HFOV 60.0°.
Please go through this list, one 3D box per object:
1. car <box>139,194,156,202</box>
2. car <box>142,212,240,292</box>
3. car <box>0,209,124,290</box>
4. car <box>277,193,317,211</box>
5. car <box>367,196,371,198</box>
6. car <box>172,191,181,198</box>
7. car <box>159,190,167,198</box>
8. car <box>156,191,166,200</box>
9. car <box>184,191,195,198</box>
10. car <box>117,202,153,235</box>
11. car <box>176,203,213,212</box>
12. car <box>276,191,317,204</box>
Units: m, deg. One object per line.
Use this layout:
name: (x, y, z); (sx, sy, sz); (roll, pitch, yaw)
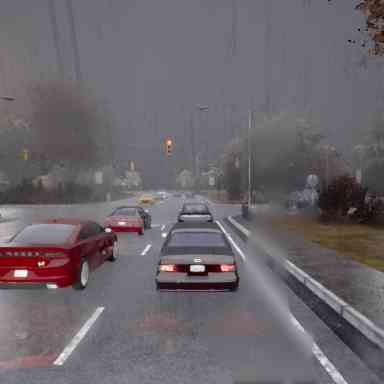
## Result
car: (-6.680, 1.104, 48.788); (1.882, 1.535, 5.008); (0, 0, -4)
car: (0.110, 1.516, 8.984); (2.033, 1.411, 5.357); (0, 0, 0)
car: (-3.388, 1.445, 9.060); (1.882, 1.535, 5.008); (0, 0, 0)
car: (12.163, 1.215, 35.924); (5.008, 1.535, 1.882); (0, 1, -3)
car: (24.230, 1.217, 43.823); (5.357, 1.411, 2.033); (0, 0, -3)
car: (-3.895, 0.787, 86.161); (1.895, 1.301, 4.718); (0, 1, -4)
car: (-7.123, 0.522, 79.558); (2.150, 2.045, 5.566); (0, 1, -2)
car: (-6.953, 1.039, 68.466); (1.895, 1.301, 4.718); (0, 1, 0)
car: (-0.394, 0.715, 86.243); (2.128, 1.511, 4.902); (0, 1, -4)
car: (-3.379, 1.458, 18.047); (1.994, 1.385, 4.181); (0, 0, 0)
car: (0.150, 1.380, 18.676); (2.128, 1.511, 4.902); (0, 0, -1)
car: (13.813, 0.896, 43.245); (5.566, 2.045, 2.150); (0, 1, -4)
